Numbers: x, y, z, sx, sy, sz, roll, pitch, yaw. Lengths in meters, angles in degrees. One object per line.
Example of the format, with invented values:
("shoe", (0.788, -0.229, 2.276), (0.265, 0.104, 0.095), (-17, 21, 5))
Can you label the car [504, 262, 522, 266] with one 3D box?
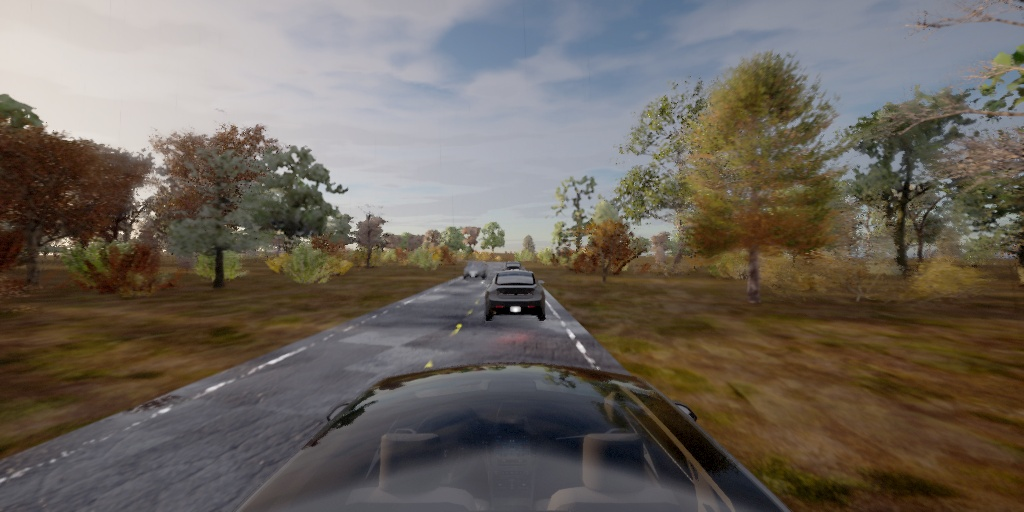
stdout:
("car", (0.094, 1.255, 30.657), (1.837, 1.490, 4.892), (0, 0, 0))

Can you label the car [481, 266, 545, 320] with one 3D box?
("car", (0.098, 1.255, 12.559), (1.837, 1.490, 4.892), (0, 0, 0))

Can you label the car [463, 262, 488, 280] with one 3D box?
("car", (-3.103, 1.242, 31.099), (2.128, 1.511, 4.902), (0, 0, 0))
